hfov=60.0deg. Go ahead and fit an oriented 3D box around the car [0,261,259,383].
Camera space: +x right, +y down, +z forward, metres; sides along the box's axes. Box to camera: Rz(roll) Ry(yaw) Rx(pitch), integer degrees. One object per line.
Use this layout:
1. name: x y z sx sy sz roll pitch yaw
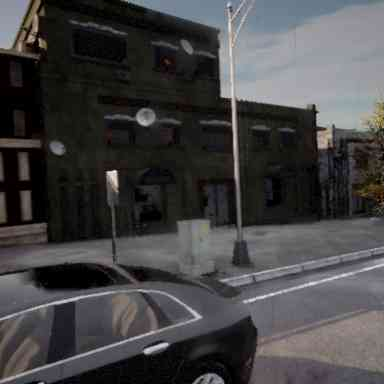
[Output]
1. car: -1.544 1.505 2.890 4.892 1.490 1.837 0 0 -36
